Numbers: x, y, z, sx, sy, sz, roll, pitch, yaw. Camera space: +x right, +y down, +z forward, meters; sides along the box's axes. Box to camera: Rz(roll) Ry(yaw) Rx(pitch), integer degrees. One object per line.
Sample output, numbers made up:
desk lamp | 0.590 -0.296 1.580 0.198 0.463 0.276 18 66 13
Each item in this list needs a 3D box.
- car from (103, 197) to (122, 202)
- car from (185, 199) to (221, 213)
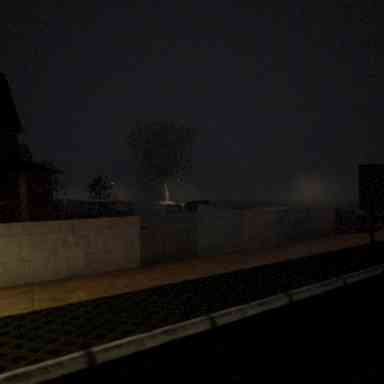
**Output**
car | -12.329 1.554 51.790 1.837 1.490 4.892 -5 3 -39
car | 1.203 1.540 35.217 1.837 1.490 4.892 -5 3 -39
